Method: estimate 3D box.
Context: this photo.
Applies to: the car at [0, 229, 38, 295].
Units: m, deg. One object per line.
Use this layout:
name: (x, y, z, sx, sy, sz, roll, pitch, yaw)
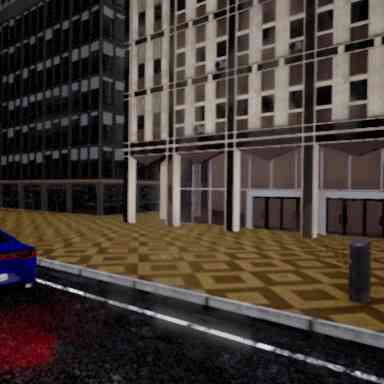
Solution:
car: (-5.557, 1.433, 7.623, 5.008, 1.535, 1.882, 0, 0, 36)
